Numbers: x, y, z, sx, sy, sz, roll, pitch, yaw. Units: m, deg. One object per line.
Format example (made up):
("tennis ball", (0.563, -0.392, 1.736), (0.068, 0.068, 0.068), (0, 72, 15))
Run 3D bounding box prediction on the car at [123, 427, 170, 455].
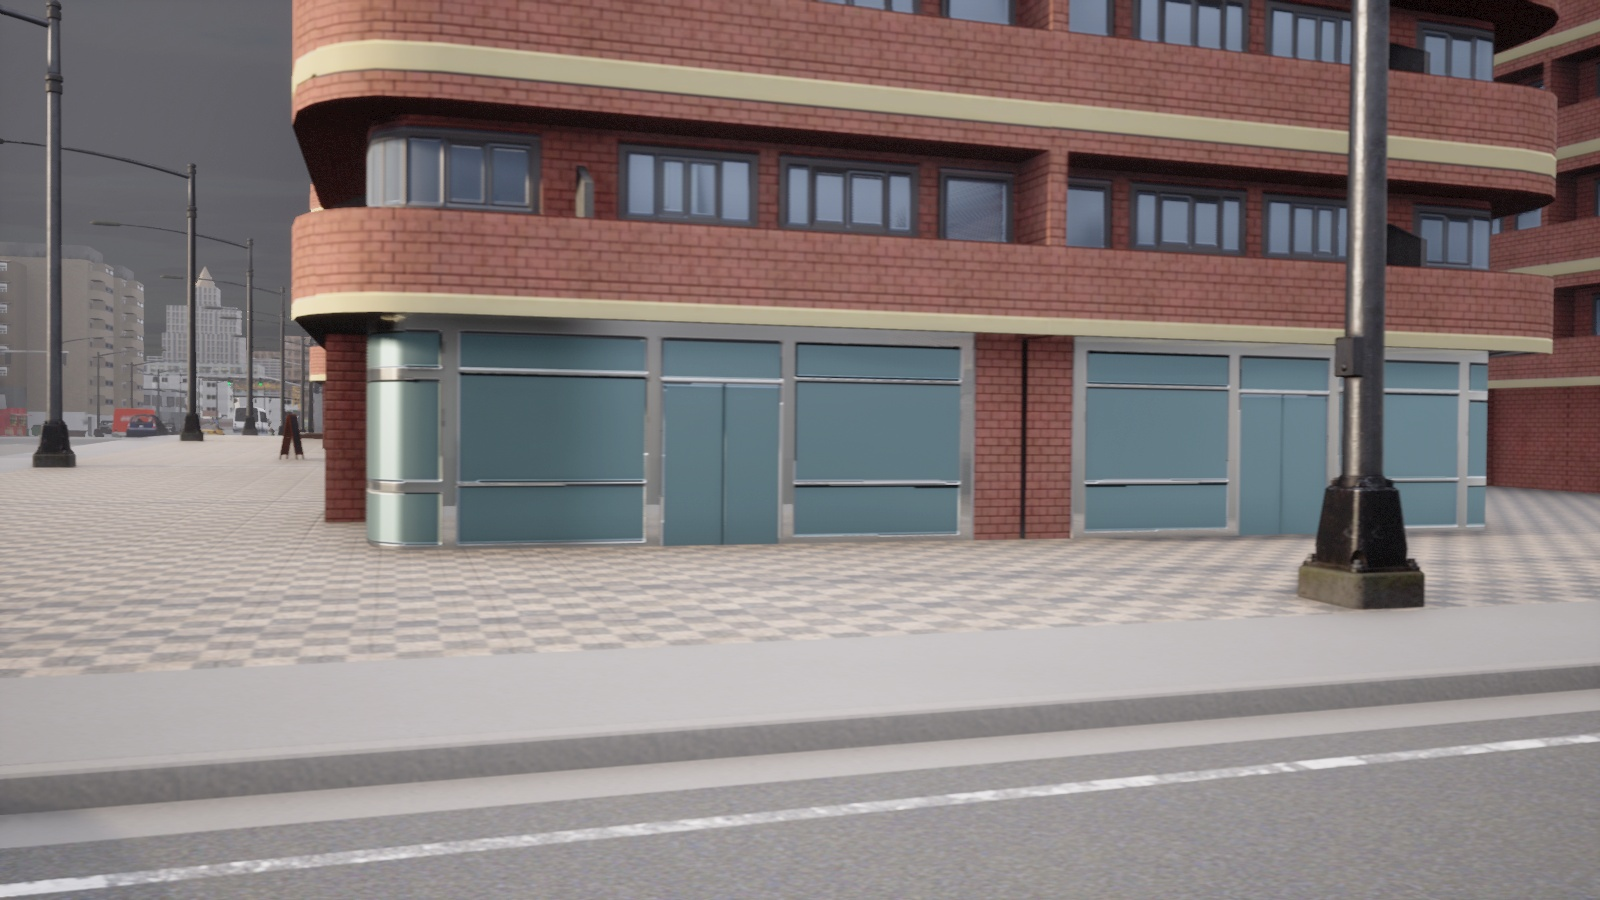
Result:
("car", (-40.350, -0.547, 77.617), (1.851, 1.617, 3.988), (-1, -1, -18))
